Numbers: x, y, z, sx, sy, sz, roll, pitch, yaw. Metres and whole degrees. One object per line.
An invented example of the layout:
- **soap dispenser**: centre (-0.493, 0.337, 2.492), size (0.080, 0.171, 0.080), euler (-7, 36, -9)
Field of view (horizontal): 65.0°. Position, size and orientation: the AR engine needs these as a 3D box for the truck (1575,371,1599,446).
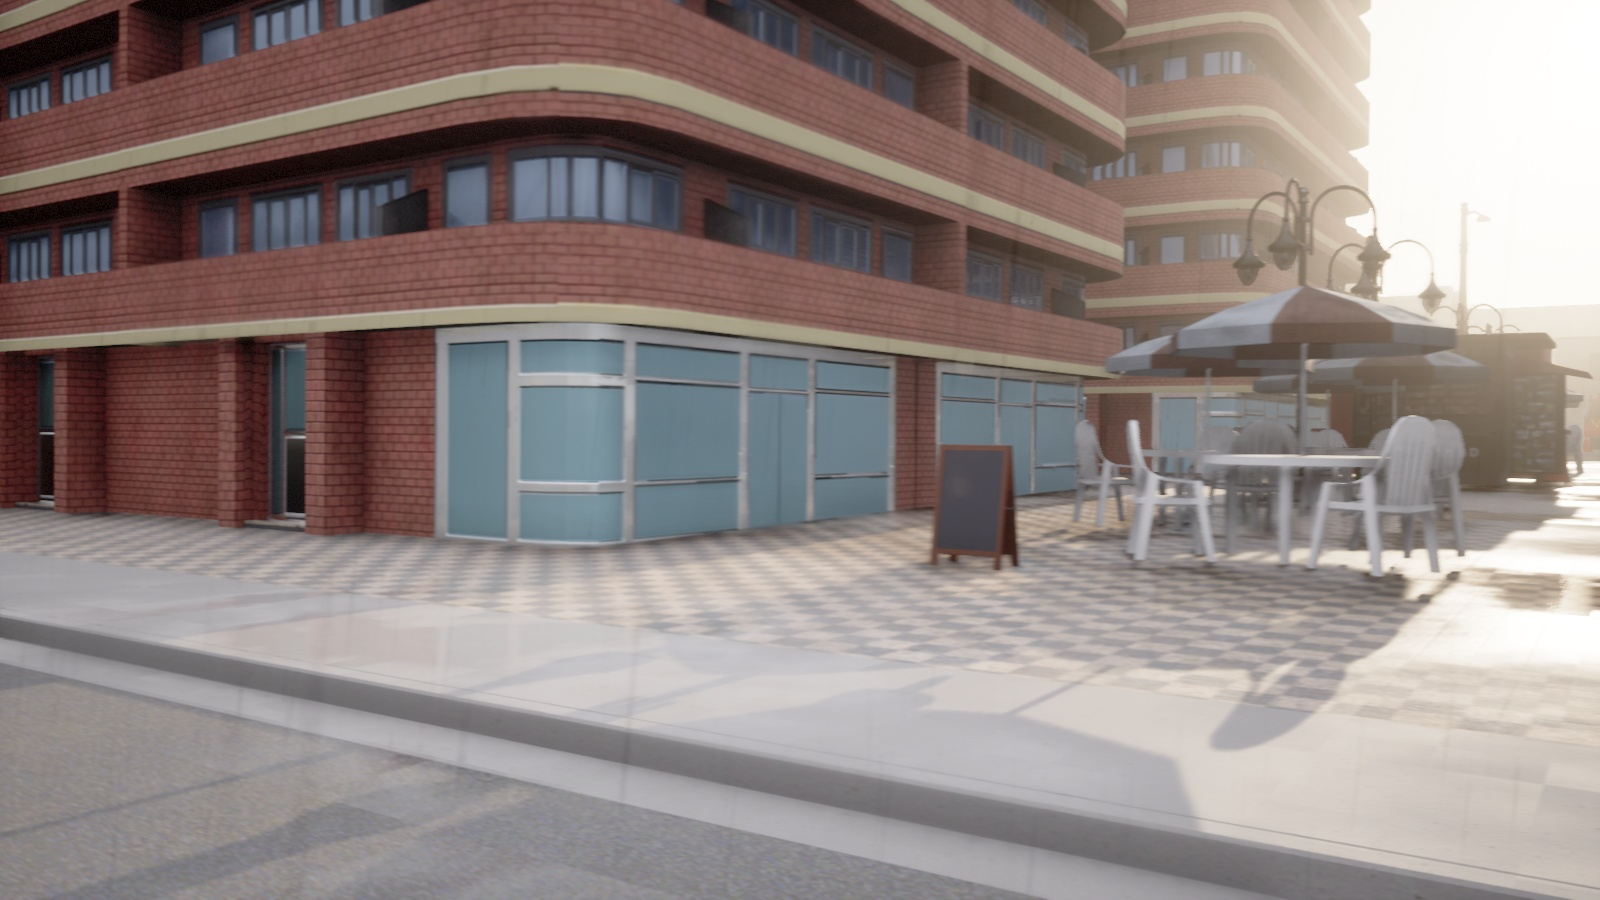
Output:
- **truck**: centre (44.514, -2.217, 63.869), size (8.468, 3.827, 2.891), euler (-1, 0, 34)
